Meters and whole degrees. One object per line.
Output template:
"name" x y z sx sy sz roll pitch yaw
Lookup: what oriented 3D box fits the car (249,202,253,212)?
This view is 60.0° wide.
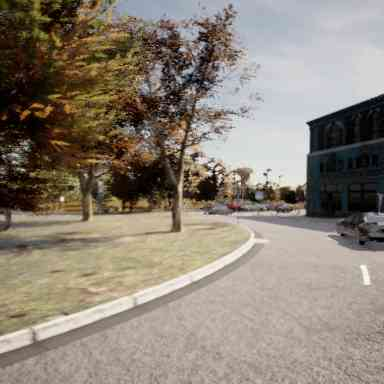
"car" 9.987 3.231 70.576 4.553 1.767 2.185 0 -2 21

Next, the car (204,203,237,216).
"car" 4.174 2.652 47.002 2.033 1.411 5.357 1 -1 28

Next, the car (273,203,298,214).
"car" 18.427 3.479 65.573 1.837 1.490 4.892 0 -2 41

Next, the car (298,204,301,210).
"car" 25.893 3.801 88.262 4.553 1.767 2.185 0 -1 23

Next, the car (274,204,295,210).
"car" 23.902 3.887 86.059 5.008 1.535 2.097 0 -1 22

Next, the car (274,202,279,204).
"car" 17.864 3.750 79.474 4.792 1.488 2.163 0 -1 22

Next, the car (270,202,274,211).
"car" 15.939 3.519 77.244 4.553 1.767 2.185 0 -1 21

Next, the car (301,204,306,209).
"car" 27.771 3.962 90.488 5.366 1.575 1.946 0 -1 23

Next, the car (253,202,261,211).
"car" 11.789 3.459 72.855 5.366 1.575 1.946 0 -2 21

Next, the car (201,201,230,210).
"car" 4.205 3.019 63.800 4.892 1.521 2.231 0 -2 20

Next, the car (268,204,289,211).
"car" 21.884 3.843 83.881 4.892 1.521 2.231 0 -2 22

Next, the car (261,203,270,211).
"car" 13.966 3.308 75.030 5.566 2.045 2.435 0 -2 21

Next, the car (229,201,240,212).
"car" 6.108 2.880 66.078 5.566 2.045 2.435 0 -2 20

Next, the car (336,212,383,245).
"car" 8.462 1.663 15.898 2.033 1.411 5.357 1 0 10

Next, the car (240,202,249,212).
"car" 8.103 2.993 68.319 5.566 2.045 2.435 0 -2 21
